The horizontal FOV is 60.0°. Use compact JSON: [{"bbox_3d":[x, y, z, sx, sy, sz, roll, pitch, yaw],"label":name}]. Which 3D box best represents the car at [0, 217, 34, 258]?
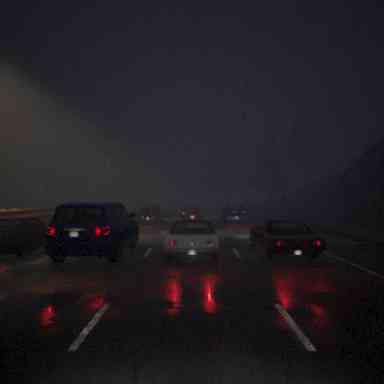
[{"bbox_3d":[-6.966,1.712,13.508,1.994,1.385,4.181,0,-1,1],"label":"car"}]

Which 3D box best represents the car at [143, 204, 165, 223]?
[{"bbox_3d":[-3.483,1.816,28.481,1.837,1.490,4.892,0,0,0],"label":"car"}]

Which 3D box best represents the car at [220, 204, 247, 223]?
[{"bbox_3d":[3.516,1.802,28.467,2.128,1.511,4.902,0,0,0],"label":"car"}]

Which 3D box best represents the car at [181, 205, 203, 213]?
[{"bbox_3d":[0.014,1.839,28.875,1.812,1.442,4.674,0,0,0],"label":"car"}]

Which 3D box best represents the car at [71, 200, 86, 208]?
[{"bbox_3d":[-20.905,2.225,61.200,1.994,1.385,4.181,0,-1,-11],"label":"car"}]

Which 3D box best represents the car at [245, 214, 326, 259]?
[{"bbox_3d":[3.528,1.745,13.221,1.895,1.301,4.718,0,-1,1],"label":"car"}]

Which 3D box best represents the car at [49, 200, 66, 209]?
[{"bbox_3d":[-24.289,2.214,60.223,1.994,1.385,4.181,0,-1,-11],"label":"car"}]

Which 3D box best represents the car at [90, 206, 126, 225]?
[{"bbox_3d":[-6.980,1.908,28.234,1.895,1.301,4.718,0,-1,0],"label":"car"}]

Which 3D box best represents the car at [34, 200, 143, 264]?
[{"bbox_3d":[-3.481,1.362,12.549,2.150,2.045,5.566,0,0,0],"label":"car"}]

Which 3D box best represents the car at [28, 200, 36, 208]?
[{"bbox_3d":[-27.640,2.167,59.223,1.812,1.442,4.674,0,-1,-11],"label":"car"}]

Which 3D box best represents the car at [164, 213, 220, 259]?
[{"bbox_3d":[0.028,1.745,13.225,1.895,1.301,4.718,0,-1,1],"label":"car"}]

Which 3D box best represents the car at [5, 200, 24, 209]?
[{"bbox_3d":[-30.996,2.109,58.236,1.882,1.535,5.008,0,-1,-11],"label":"car"}]
